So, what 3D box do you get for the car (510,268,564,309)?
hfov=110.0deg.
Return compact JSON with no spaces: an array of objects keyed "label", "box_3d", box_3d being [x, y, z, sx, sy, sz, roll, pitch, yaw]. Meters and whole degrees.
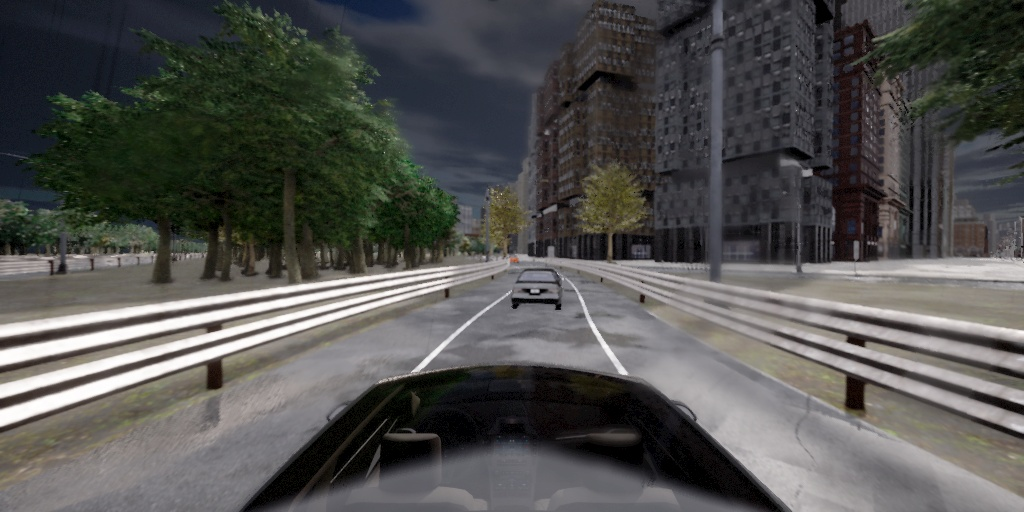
[{"label":"car","box_3d":[1.098,1.200,14.469,2.033,1.411,5.357,0,0,8]}]
